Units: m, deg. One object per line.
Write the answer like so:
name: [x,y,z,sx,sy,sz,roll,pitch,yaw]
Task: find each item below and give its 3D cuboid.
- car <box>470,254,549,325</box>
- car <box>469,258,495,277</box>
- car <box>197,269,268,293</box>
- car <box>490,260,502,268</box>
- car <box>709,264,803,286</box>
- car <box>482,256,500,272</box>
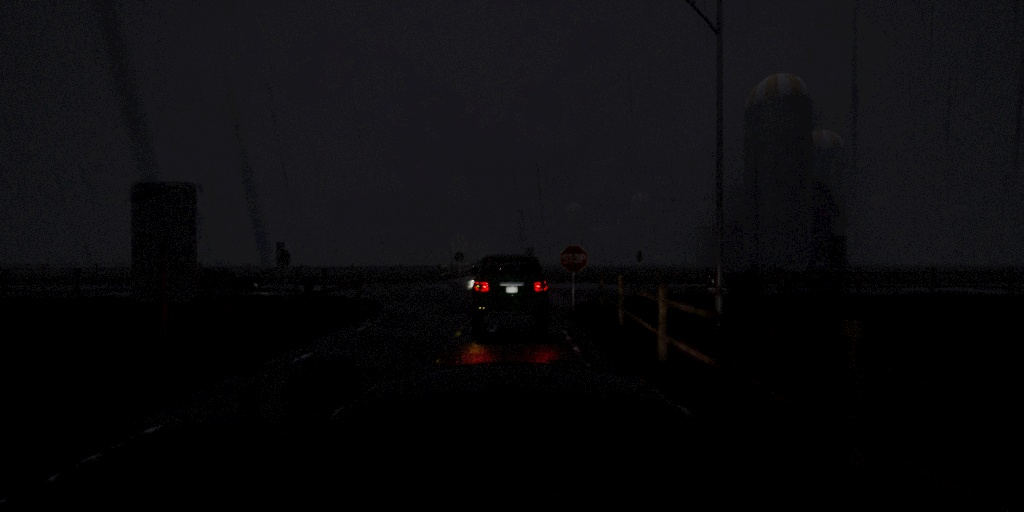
car: [-0.177,0.966,11.927,2.150,2.045,5.566,0,0,-4]
car: [-2.902,1.119,36.085,2.097,1.767,4.553,0,0,2]
car: [-16.833,1.403,20.518,4.718,1.301,1.895,0,0,0]
car: [-2.778,1.359,63.094,1.812,1.442,4.674,0,0,1]
car: [15.781,1.250,23.408,5.357,1.411,2.033,0,0,0]
car: [-2.845,1.014,49.121,2.150,2.045,5.566,0,0,0]
